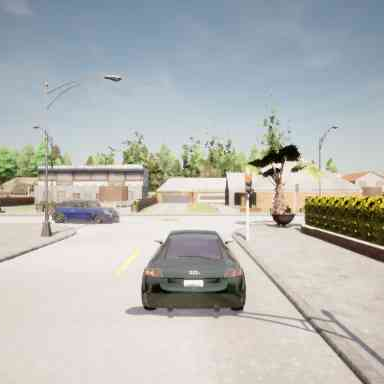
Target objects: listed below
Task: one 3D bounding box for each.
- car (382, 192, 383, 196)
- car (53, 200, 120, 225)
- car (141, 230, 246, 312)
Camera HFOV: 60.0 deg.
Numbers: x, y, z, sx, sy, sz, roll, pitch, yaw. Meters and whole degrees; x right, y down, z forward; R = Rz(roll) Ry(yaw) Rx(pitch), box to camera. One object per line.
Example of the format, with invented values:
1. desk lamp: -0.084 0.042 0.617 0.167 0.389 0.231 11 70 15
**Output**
1. car: 37.875 0.973 64.998 1.905 1.878 3.866 0 0 0
2. car: -7.489 1.351 23.837 4.553 1.767 2.097 0 0 13
3. car: 0.042 1.564 7.790 1.994 1.385 4.181 0 0 0
